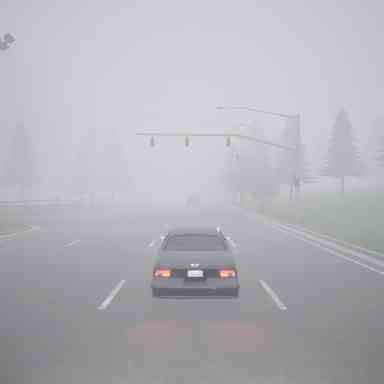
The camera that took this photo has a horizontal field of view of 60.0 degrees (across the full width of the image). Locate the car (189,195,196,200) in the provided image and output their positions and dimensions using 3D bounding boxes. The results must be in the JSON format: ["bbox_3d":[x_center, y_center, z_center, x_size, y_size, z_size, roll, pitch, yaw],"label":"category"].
[{"bbox_3d":[0.144,1.540,94.148,2.033,1.411,5.357,0,0,0],"label":"car"}]

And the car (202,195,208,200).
[{"bbox_3d":[3.644,1.500,94.143,1.837,1.490,4.892,0,0,0],"label":"car"}]

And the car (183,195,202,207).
[{"bbox_3d":[0.078,1.352,52.672,2.097,1.767,4.553,0,0,0],"label":"car"}]

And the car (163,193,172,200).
[{"bbox_3d":[-6.856,1.225,94.189,2.150,2.045,5.566,0,0,0],"label":"car"}]

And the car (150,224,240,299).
[{"bbox_3d":[0.079,1.547,8.633,2.033,1.411,5.357,0,0,1],"label":"car"}]

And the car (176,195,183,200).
[{"bbox_3d":[-3.356,1.524,94.154,1.812,1.442,4.674,0,0,0],"label":"car"}]
